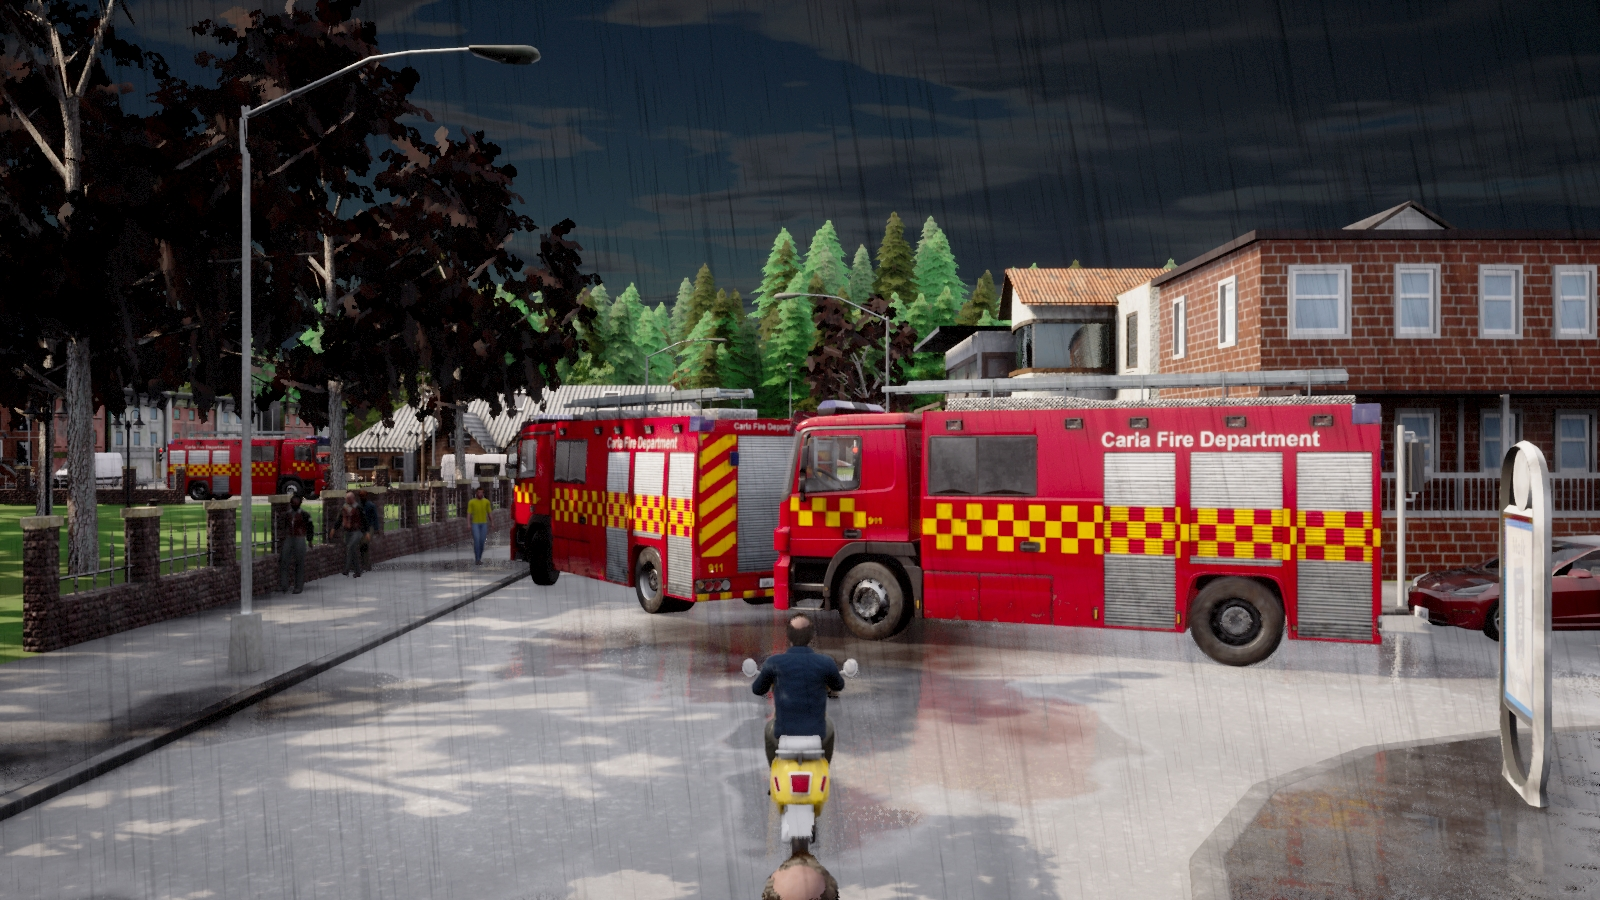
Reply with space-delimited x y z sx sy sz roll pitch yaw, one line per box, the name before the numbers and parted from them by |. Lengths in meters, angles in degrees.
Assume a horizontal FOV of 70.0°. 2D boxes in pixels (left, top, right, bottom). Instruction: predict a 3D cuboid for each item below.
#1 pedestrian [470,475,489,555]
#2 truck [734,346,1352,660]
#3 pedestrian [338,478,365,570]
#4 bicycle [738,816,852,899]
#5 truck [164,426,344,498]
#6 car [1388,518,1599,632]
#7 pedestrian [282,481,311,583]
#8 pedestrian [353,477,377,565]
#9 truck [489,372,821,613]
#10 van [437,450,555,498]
pedestrian | -7.512 1.514 26.774 0.375 1.860 0.375 0 0 -25
truck | 3.457 0.662 16.992 8.468 3.827 2.891 0 0 24
pedestrian | -9.212 1.515 23.459 0.375 1.860 0.375 0 0 9
bicycle | -0.015 1.938 3.144 0.329 1.271 1.835 0 0 0
truck | -29.853 0.645 62.699 8.468 3.827 2.891 0 0 1
car | 11.858 1.835 17.293 4.792 1.488 2.163 0 0 0
pedestrian | -9.320 1.516 21.152 0.375 1.860 0.375 0 0 2
pedestrian | -9.354 1.514 24.575 0.375 1.860 0.375 0 0 0
truck | -3.233 0.662 22.435 2.891 3.827 8.468 0 0 -34
van | -16.613 1.289 62.612 5.915 2.561 1.988 0 0 0
